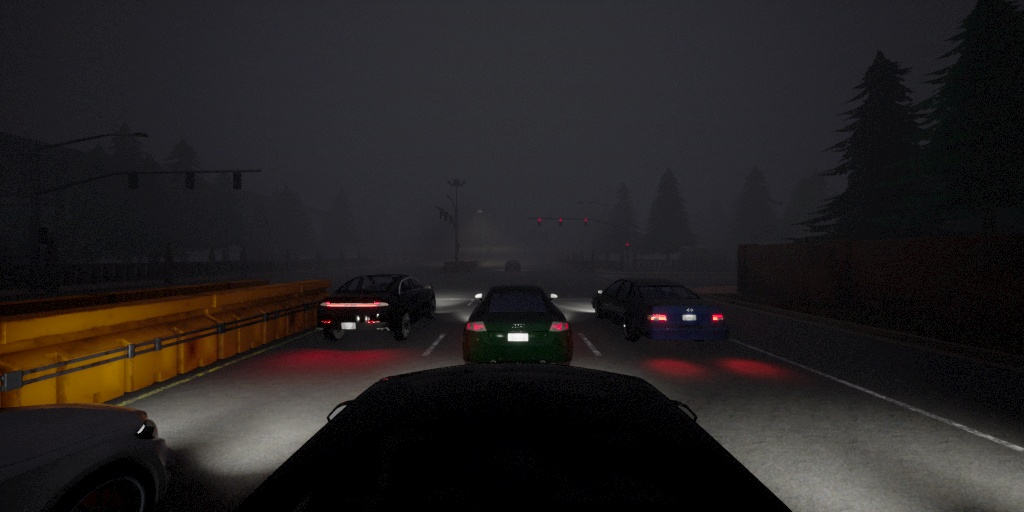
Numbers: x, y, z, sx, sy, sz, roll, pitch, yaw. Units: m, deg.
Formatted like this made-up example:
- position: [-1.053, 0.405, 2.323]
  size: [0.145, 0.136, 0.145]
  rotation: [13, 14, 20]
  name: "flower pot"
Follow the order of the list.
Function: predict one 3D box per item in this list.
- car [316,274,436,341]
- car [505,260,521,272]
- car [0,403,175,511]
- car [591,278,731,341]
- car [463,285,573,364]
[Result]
- position: [-3.400, 1.241, 9.887]
  size: [2.128, 1.511, 4.902]
  rotation: [0, 0, 0]
  name: "car"
- position: [0.100, 1.228, 45.039]
  size: [1.882, 1.535, 5.008]
  rotation: [0, 0, 0]
  name: "car"
- position: [-3.403, 1.276, 0.651]
  size: [1.812, 1.442, 4.674]
  rotation: [0, 0, 0]
  name: "car"
- position: [3.600, 1.297, 9.793]
  size: [2.033, 1.411, 5.357]
  rotation: [0, 0, 0]
  name: "car"
- position: [0.099, 1.314, 7.936]
  size: [1.994, 1.385, 4.181]
  rotation: [0, 0, 0]
  name: "car"
